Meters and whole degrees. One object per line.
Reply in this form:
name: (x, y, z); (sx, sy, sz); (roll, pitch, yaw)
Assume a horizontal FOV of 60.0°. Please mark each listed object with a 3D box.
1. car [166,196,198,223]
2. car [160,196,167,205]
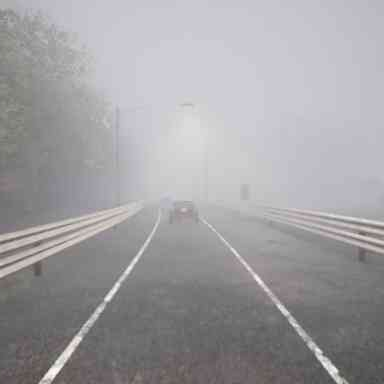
car: (-0.732, 1.347, 25.667); (2.097, 1.767, 4.553); (0, 0, -4)
car: (-4.633, 1.476, 59.619); (1.837, 1.490, 4.892); (0, 0, -10)
